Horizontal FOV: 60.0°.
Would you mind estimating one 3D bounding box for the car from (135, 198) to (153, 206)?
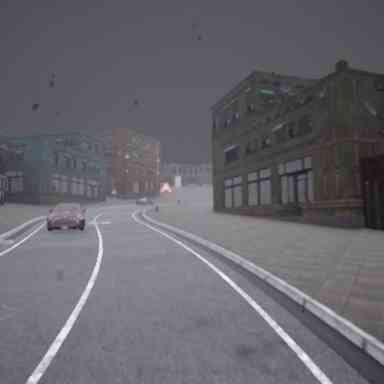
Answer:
[{"bbox_3d":[-9.052,1.816,63.094,1.812,1.442,4.674,-2,-1,17],"label":"car"}]

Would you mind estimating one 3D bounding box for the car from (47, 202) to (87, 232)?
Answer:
[{"bbox_3d":[-7.751,1.428,20.873,2.097,1.767,4.553,1,0,-16],"label":"car"}]
